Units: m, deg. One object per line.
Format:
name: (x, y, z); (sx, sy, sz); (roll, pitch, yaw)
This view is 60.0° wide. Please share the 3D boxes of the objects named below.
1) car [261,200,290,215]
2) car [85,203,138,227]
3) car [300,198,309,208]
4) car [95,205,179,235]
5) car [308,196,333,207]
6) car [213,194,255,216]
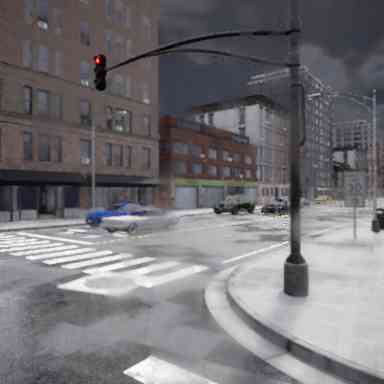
car: (9.174, 1.598, 34.916); (2.033, 1.411, 5.357); (0, 0, 37)
car: (-4.653, 1.485, 21.977); (1.882, 1.535, 5.008); (0, 0, 37)
car: (16.023, 1.617, 49.250); (2.128, 1.511, 4.902); (0, 0, 37)
car: (-2.859, 1.591, 18.920); (1.895, 1.301, 4.718); (0, 0, 36)
car: (18.617, 1.187, 47.295); (1.882, 1.535, 5.008); (0, 0, 37)
car: (4.407, 1.271, 33.996); (2.150, 2.045, 5.566); (0, 0, 37)
